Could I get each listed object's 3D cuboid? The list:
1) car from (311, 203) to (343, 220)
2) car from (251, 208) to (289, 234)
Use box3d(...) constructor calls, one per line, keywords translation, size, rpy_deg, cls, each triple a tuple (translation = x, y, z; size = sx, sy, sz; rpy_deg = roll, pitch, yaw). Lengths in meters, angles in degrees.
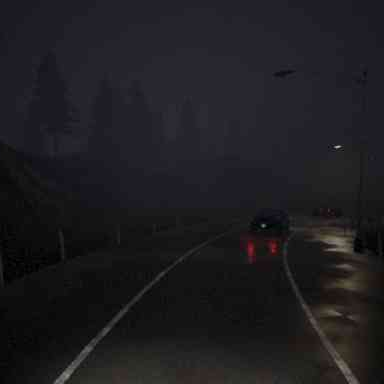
box3d(translation=(14.696, 1.980, 35.896), size=(2.097, 1.767, 4.553), rpy_deg=(5, 2, 41), cls="car")
box3d(translation=(4.998, 1.768, 21.083), size=(1.812, 1.442, 4.674), rpy_deg=(2, 0, 23), cls="car")
